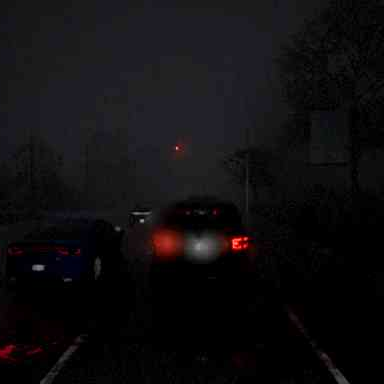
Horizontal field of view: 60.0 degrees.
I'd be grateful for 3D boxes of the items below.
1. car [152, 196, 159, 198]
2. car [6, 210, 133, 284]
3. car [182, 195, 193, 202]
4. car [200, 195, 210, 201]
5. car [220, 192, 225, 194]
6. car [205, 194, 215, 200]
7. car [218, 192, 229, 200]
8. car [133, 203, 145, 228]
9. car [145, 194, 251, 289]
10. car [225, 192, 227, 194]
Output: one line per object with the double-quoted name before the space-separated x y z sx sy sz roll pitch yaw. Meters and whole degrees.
"car" -6.604 1.480 60.609 1.994 1.385 4.181 0 0 8
"car" -3.234 1.464 9.600 1.882 1.535 5.008 0 0 1
"car" -0.971 1.420 75.249 1.812 1.442 4.674 0 0 9
"car" 3.194 1.408 79.102 1.812 1.442 4.674 0 0 10
"car" 0.606 1.194 19.650 2.150 2.045 5.566 0 0 2
"car" 4.916 1.267 88.903 2.033 1.411 5.357 0 0 11
"car" 8.441 0.970 88.709 2.150 2.045 5.566 0 0 11
"car" -2.795 1.461 21.749 2.128 1.511 4.902 0 0 3
"car" 0.259 1.208 9.318 2.150 2.045 5.566 0 0 1
"car" 6.649 1.241 78.544 2.097 1.767 4.553 0 0 10
